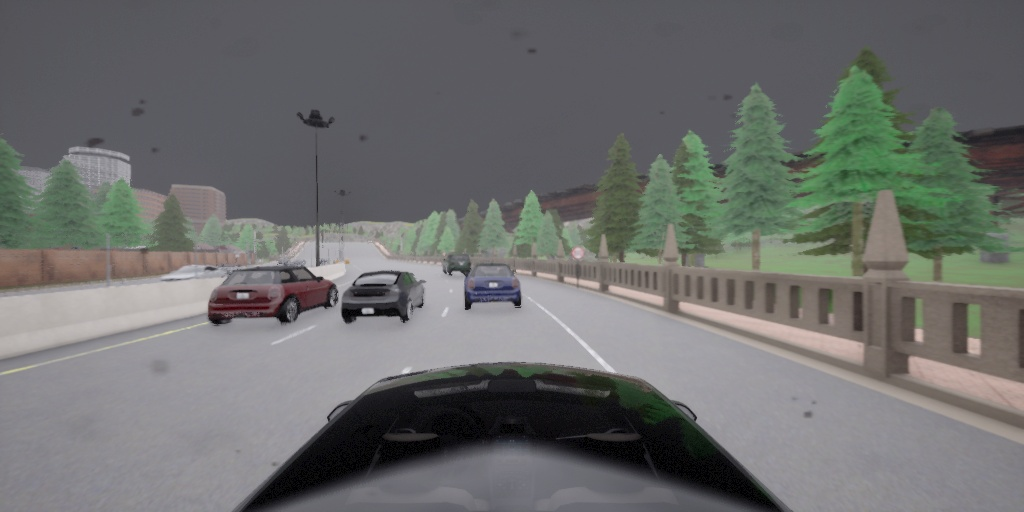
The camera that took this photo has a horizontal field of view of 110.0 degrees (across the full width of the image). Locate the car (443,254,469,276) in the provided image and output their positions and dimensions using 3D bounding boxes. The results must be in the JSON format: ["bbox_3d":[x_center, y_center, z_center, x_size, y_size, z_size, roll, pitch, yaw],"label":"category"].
[{"bbox_3d":[-5.367,0.814,34.936,2.150,2.045,5.566,0,0,-18],"label":"car"}]

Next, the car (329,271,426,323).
[{"bbox_3d":[-4.107,1.225,12.051,1.837,1.490,4.892,0,0,-6],"label":"car"}]

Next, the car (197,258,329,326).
[{"bbox_3d":[-7.622,1.101,12.003,2.097,1.767,4.553,-1,0,-6],"label":"car"}]

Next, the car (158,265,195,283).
[{"bbox_3d":[-20.354,1.311,23.117,1.812,1.442,4.674,0,0,-14],"label":"car"}]

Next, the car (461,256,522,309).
[{"bbox_3d":[-0.914,1.030,14.799,2.097,1.767,4.553,-1,0,-7],"label":"car"}]
